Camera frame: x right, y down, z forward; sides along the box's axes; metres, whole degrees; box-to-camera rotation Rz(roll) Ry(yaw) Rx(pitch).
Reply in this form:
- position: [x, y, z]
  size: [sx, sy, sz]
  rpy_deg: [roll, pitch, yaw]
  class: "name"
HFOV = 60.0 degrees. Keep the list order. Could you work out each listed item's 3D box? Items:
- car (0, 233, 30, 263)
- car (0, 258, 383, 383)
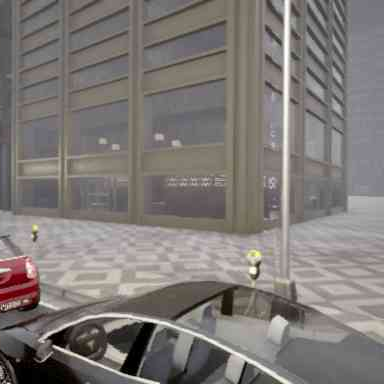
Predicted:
- position: [-4.764, 1.398, 6.361]
  size: [4.097, 1.590, 1.967]
  rpy_deg: [0, 0, 36]
  class: "car"
- position: [-0.205, 1.555, 3.107]
  size: [4.313, 1.339, 1.947]
  rpy_deg: [0, 0, 36]
  class: "car"
